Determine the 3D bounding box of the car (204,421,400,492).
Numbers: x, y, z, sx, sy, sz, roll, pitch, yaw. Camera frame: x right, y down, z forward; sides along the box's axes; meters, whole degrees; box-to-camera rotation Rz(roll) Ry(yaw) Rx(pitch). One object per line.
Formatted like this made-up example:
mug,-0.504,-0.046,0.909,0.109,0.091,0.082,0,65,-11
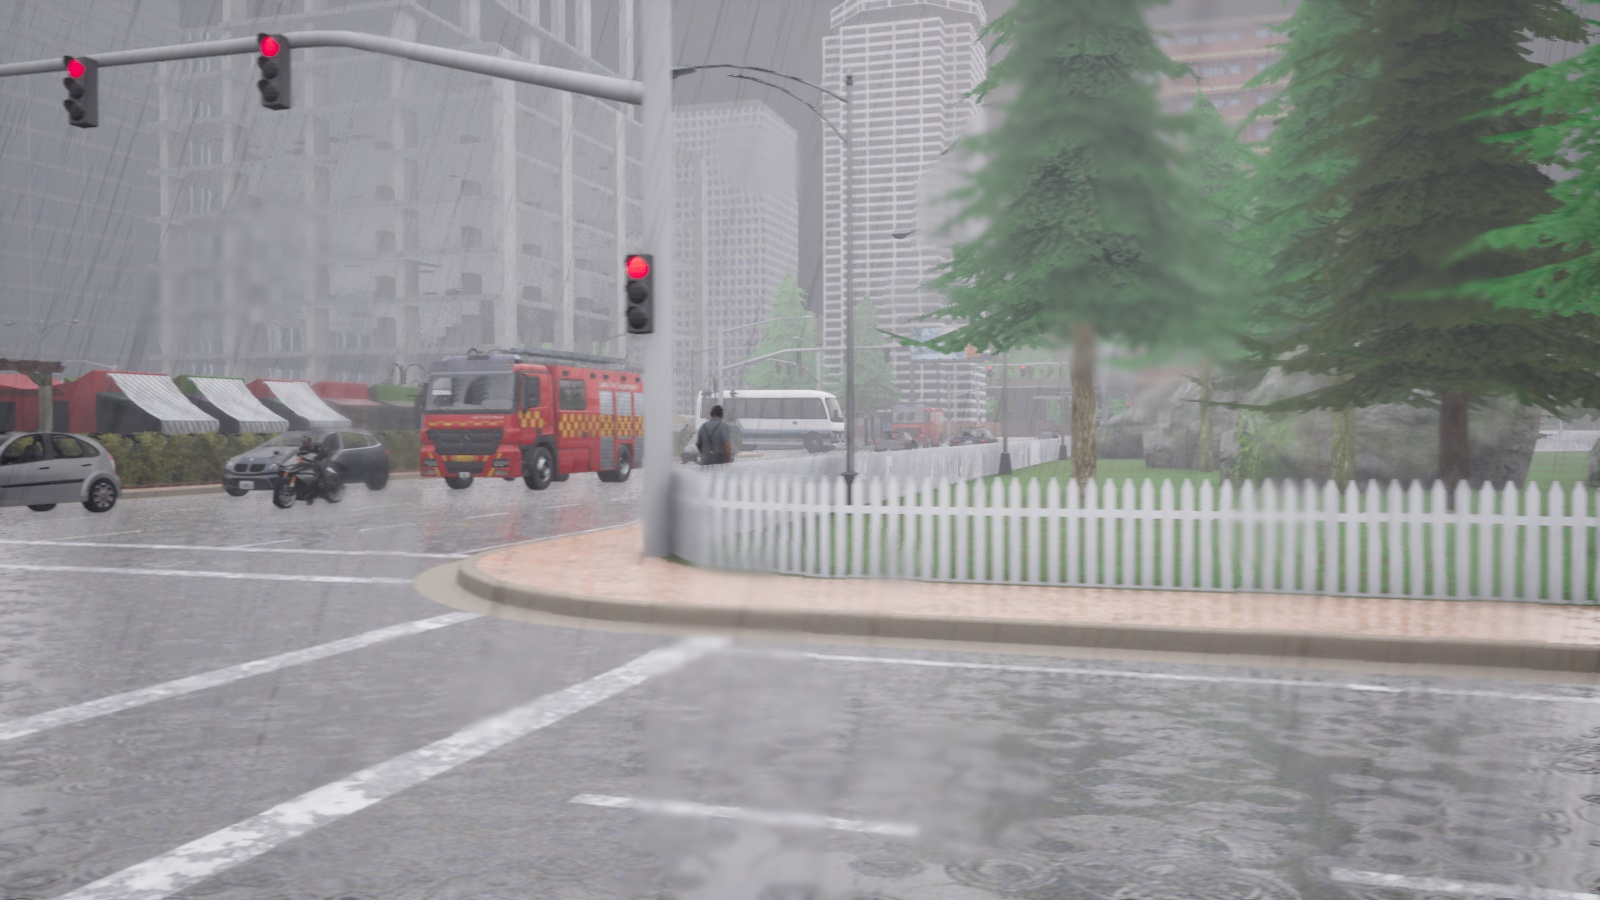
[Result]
car,-12.469,0.114,31.824,2.242,1.667,4.611,0,1,17

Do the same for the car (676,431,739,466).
car,-4.132,-0.100,56.903,2.163,1.488,4.792,0,1,5

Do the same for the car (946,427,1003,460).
car,9.314,-0.364,66.793,2.242,1.667,4.611,1,1,17

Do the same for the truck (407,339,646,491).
truck,-7.503,-0.943,36.010,2.891,3.827,8.468,0,1,17

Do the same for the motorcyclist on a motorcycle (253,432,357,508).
motorcyclist on a motorcycle,-10.433,0.397,26.553,0.866,1.530,2.191,0,1,17

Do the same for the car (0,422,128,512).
car,-14.997,0.290,23.630,1.851,1.617,3.988,0,1,17

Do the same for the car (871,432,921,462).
car,4.968,-0.175,64.577,1.845,1.501,3.633,0,1,17

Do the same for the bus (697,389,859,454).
bus,-1.483,-1.955,85.251,10.273,4.253,3.944,1,1,18

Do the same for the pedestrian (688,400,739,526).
pedestrian,-1.293,0.178,18.849,0.540,1.848,0.694,0,1,17
